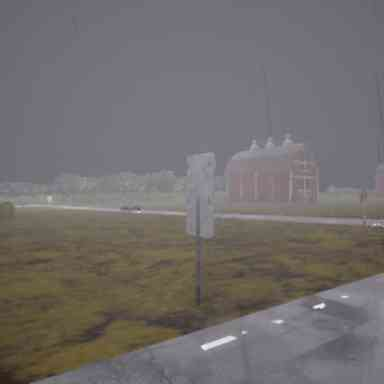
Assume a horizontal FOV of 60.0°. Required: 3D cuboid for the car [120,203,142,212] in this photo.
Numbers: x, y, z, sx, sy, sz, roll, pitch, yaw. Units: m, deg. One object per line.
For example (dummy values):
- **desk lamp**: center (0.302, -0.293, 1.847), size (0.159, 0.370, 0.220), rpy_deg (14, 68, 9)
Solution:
- **car**: center (-10.373, 2.517, 55.878), size (2.033, 1.411, 5.357), rpy_deg (1, -2, -36)
